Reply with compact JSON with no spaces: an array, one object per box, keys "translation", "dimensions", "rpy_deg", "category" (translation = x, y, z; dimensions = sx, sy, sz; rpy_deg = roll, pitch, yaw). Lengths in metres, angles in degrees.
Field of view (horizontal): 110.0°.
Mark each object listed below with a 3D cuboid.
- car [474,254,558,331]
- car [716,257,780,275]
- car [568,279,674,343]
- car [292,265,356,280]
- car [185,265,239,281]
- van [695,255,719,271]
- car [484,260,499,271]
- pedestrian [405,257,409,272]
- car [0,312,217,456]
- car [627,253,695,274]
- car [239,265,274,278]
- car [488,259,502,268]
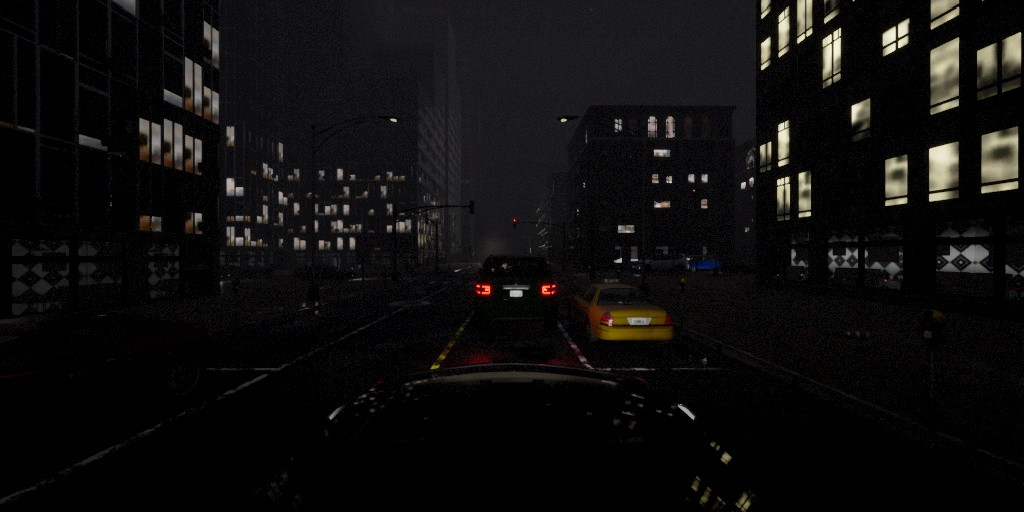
[{"translation":[0.090,0.971,11.072],"dimensions":[2.150,2.045,5.566],"rpy_deg":[0,0,0],"category":"car"},{"translation":[21.060,1.019,31.921],"dimensions":[4.507,1.381,1.888],"rpy_deg":[0,0,-1],"category":"car"},{"translation":[2.558,1.275,9.519],"dimensions":[1.751,1.417,4.829],"rpy_deg":[0,0,0],"category":"car"},{"translation":[-17.719,1.514,33.907],"dimensions":[5.357,1.411,2.033],"rpy_deg":[-1,0,-1],"category":"car"},{"translation":[-29.087,1.624,33.753],"dimensions":[4.892,1.490,1.837],"rpy_deg":[-1,0,-1],"category":"car"},{"translation":[20.945,0.800,39.800],"dimensions":[3.998,1.789,1.690],"rpy_deg":[0,0,-1],"category":"van"},{"translation":[-2.916,1.299,51.961],"dimensions":[2.033,1.411,5.357],"rpy_deg":[0,0,-2],"category":"car"},{"translation":[-12.387,1.020,42.342],"dimensions":[0.375,1.860,0.375],"rpy_deg":[0,1,-1],"category":"pedestrian"},{"translation":[-5.317,1.332,3.783],"dimensions":[1.802,1.307,4.207],"rpy_deg":[0,0,0],"category":"car"},{"translation":[15.401,0.755,37.271],"dimensions":[5.566,2.045,2.150],"rpy_deg":[-1,0,-1],"category":"car"},{"translation":[-28.436,1.648,39.143],"dimensions":[4.403,1.370,2.007],"rpy_deg":[0,0,-1],"category":"car"},{"translation":[-2.861,1.245,61.413],"dimensions":[2.128,1.511,4.902],"rpy_deg":[0,0,0],"category":"car"}]
